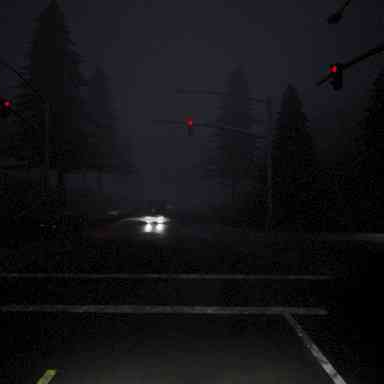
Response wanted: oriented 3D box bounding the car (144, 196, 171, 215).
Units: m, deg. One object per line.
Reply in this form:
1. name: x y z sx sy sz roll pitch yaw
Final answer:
1. car: -3.655 1.489 33.819 2.128 1.511 4.902 0 0 0

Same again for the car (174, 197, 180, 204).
1. car: -4.100 1.559 61.663 1.994 1.385 4.181 0 0 -39

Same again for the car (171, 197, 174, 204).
1. car: -5.395 1.473 56.599 1.882 1.535 5.008 0 -1 -28

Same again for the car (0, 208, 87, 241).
1. car: -7.590 1.514 16.253 4.674 1.442 1.812 0 2 -23
